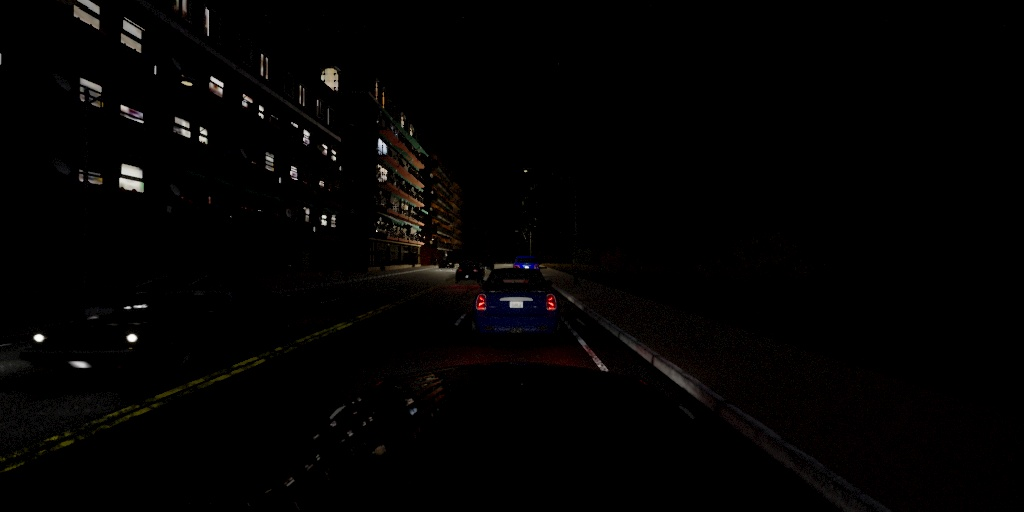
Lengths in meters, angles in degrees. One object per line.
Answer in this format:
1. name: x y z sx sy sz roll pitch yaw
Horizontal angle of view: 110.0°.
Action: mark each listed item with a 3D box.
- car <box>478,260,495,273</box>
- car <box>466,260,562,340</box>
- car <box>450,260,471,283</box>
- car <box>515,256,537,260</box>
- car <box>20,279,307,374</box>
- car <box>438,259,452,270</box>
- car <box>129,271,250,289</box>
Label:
1. car: -3.147 1.256 44.811 1.837 1.490 4.892 0 -1 0
2. car: 0.098 1.103 10.112 2.097 1.767 4.553 0 0 0
3. car: -3.149 1.244 27.629 2.128 1.511 4.902 0 0 0
4. car: 1.139 0.979 30.065 2.150 2.045 5.566 0 0 0
5. car: -6.600 1.352 7.687 1.895 1.301 4.718 0 0 0
6. car: -9.839 1.257 54.022 1.837 1.490 4.892 0 0 0
7. car: -9.851 1.243 10.922 2.128 1.511 4.902 0 0 0
